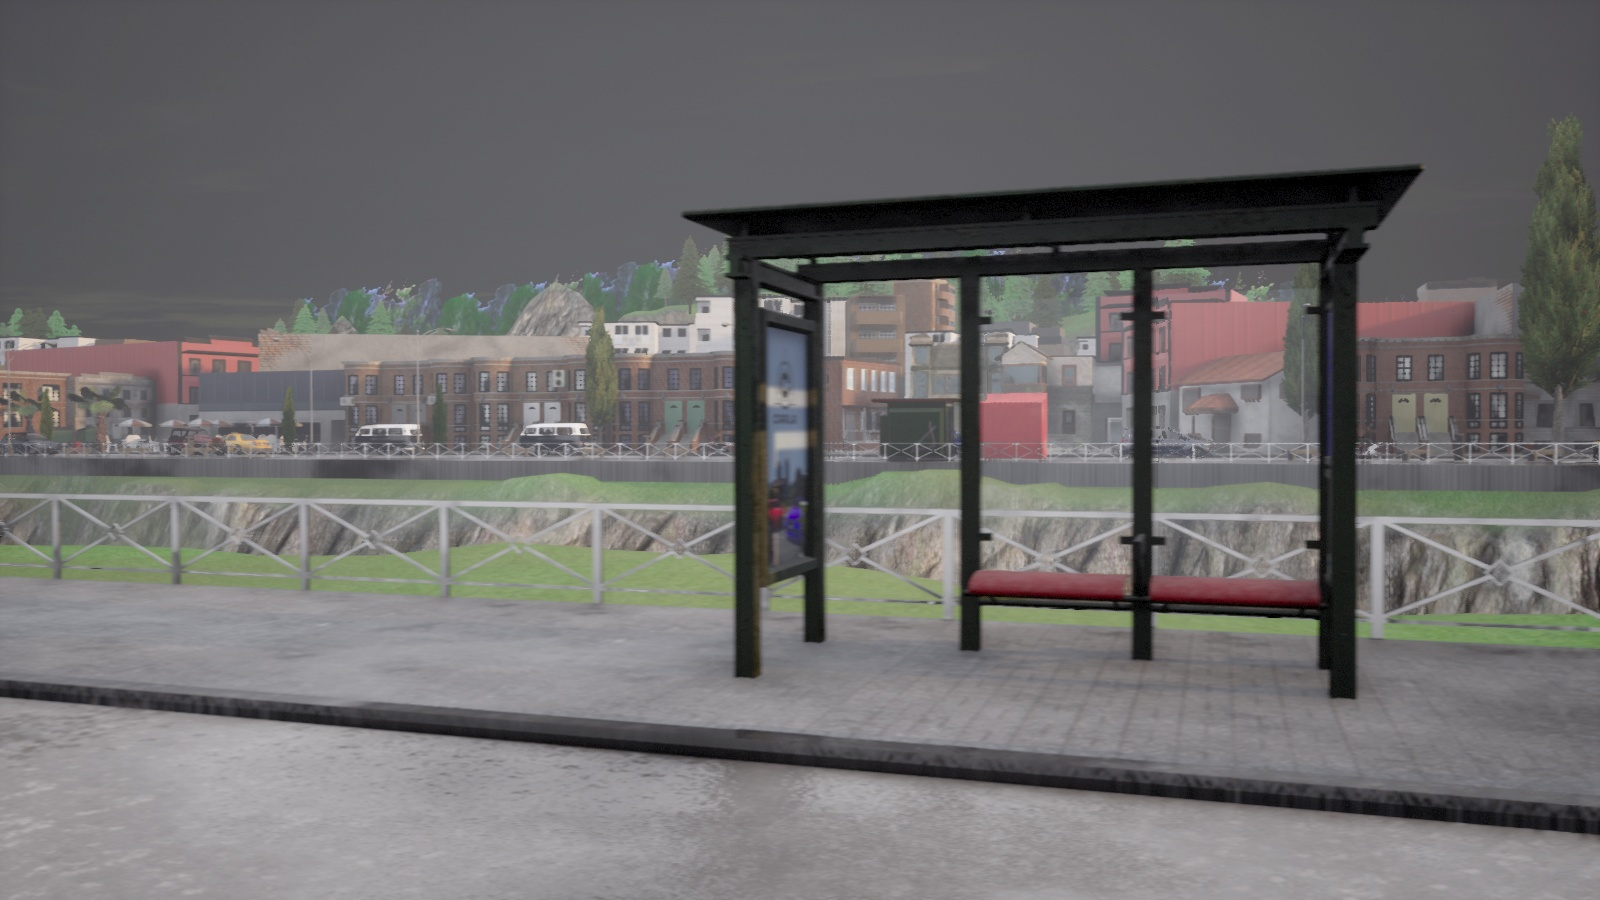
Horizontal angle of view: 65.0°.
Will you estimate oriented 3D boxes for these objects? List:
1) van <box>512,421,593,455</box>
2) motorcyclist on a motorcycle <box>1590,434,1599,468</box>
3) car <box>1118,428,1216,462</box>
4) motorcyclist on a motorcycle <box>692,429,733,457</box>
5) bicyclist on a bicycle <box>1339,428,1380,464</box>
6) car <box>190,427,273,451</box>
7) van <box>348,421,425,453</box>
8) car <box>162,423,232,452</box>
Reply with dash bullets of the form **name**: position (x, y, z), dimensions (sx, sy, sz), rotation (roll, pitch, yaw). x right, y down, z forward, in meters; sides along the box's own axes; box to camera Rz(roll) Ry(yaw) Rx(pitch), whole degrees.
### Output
- **van**: position (-15.400, -0.760, 78.205), dimensions (4.480, 2.038, 2.069), rotation (1, 1, 19)
- **motorcyclist on a motorcycle**: position (36.790, 0.043, 56.450), dimensions (2.044, 1.523, 0.797), rotation (1, 1, 19)
- **car**: position (18.326, -0.264, 62.653), dimensions (4.611, 1.667, 2.242), rotation (1, 1, 19)
- **motorcyclist on a motorcycle**: position (-5.203, -0.440, 74.781), dimensions (2.350, 1.649, 0.766), rotation (0, 1, 19)
- **bicyclist on a bicycle**: position (28.295, -0.214, 63.522), dimensions (1.843, 1.776, 0.659), rotation (1, 1, 19)
- **car**: position (-38.977, -0.760, 86.133), dimensions (5.366, 1.575, 1.801), rotation (1, 1, 19)
- **van**: position (-27.025, -0.867, 82.113), dimensions (4.480, 2.038, 2.069), rotation (1, 1, 19)
- **car**: position (-39.390, -0.840, 82.051), dimensions (3.866, 1.878, 1.905), rotation (1, 1, 19)
